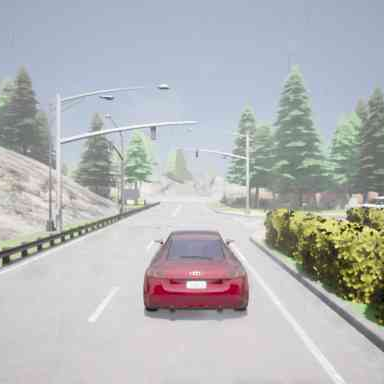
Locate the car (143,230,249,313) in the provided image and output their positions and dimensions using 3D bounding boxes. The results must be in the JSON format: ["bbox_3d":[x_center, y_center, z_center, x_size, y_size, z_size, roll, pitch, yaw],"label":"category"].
[{"bbox_3d":[0.070,1.564,7.731,1.994,1.385,4.181,0,0,0],"label":"car"}]

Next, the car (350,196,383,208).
[{"bbox_3d":[16.082,1.378,27.836,5.566,2.045,2.150,-1,0,0],"label":"car"}]
